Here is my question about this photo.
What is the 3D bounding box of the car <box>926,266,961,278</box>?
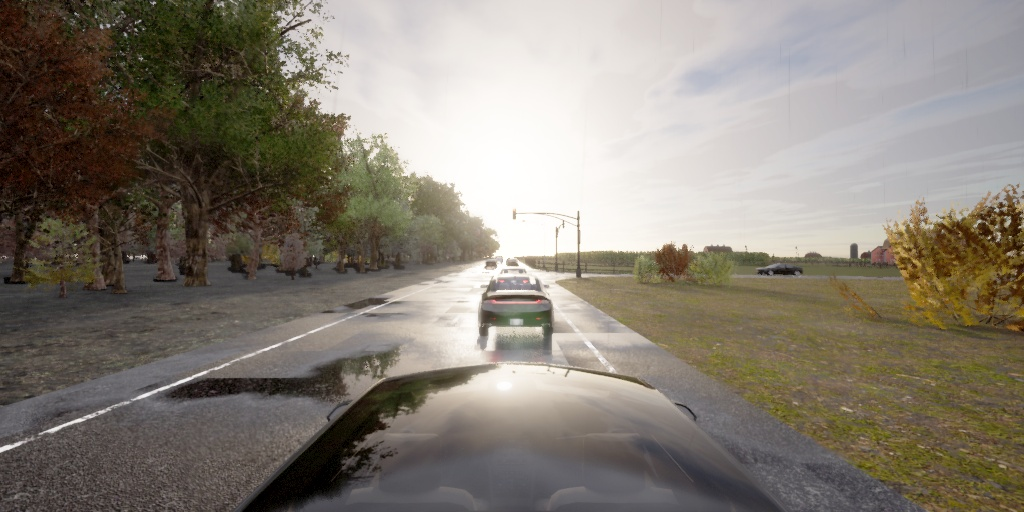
[{"bbox_3d":[48.857,1.882,39.292,4.718,1.301,1.895,1,-1,1],"label":"car"}]

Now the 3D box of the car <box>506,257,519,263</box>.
[{"bbox_3d":[0.045,1.260,58.411,1.837,1.490,4.892,-1,0,-1],"label":"car"}]

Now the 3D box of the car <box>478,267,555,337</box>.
[{"bbox_3d":[0.090,1.244,10.319,2.128,1.511,4.902,0,0,0],"label":"car"}]

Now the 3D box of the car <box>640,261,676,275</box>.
[{"bbox_3d":[17.680,1.353,43.050,4.553,1.767,2.097,1,-1,1],"label":"car"}]

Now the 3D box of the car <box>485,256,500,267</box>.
[{"bbox_3d":[-3.481,1.232,61.280,1.882,1.535,5.008,0,0,0],"label":"car"}]

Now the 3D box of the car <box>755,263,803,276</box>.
[{"bbox_3d":[31.959,1.635,42.966,5.008,1.535,1.882,0,-1,0],"label":"car"}]

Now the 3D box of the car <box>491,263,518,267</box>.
[{"bbox_3d":[0.076,1.302,20.060,2.033,1.411,5.357,0,0,0],"label":"car"}]
